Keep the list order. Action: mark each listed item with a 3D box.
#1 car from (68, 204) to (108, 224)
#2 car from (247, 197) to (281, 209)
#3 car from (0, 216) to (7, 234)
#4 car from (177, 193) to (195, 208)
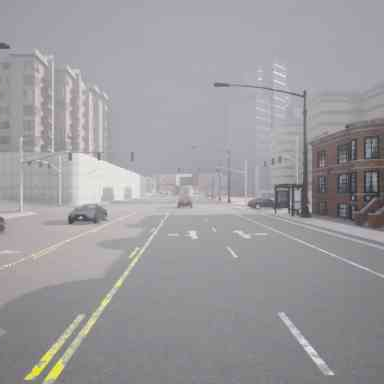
[{"bbox_3d":[-7.560,1.564,24.421,1.994,1.385,4.181,0,0,-1],"label":"car"},{"bbox_3d":[9.766,1.505,44.019,4.892,1.490,1.837,0,0,-8],"label":"car"},{"bbox_3d":[-10.932,1.564,16.237,1.994,1.385,4.181,0,0,-1],"label":"car"},{"bbox_3d":[-0.992,1.352,47.448,2.097,1.767,4.553,0,0,-1],"label":"car"}]
